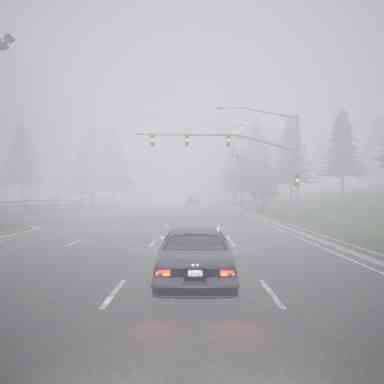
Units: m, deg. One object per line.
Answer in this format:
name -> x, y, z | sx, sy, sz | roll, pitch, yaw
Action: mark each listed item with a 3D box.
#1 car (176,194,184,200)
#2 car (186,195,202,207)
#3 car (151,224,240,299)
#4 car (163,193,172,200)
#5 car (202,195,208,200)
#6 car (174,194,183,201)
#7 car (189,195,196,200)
car -> -3.365, 1.358, 93.759 | 2.128, 1.511, 4.902 | 0, 0, 0
car -> 0.073, 1.352, 52.691 | 2.097, 1.767, 4.553 | 0, 0, 0
car -> 0.078, 1.547, 8.652 | 2.033, 1.411, 5.357 | 0, 0, 1
car -> -6.865, 1.225, 94.207 | 2.150, 2.045, 5.566 | 0, 0, 0
car -> 3.635, 1.500, 94.162 | 1.837, 1.490, 4.892 | 0, 0, 0
car -> -3.380, 1.517, 83.755 | 1.812, 1.442, 4.674 | 0, 0, 0
car -> 0.135, 1.540, 94.167 | 2.033, 1.411, 5.357 | 0, 0, 0
